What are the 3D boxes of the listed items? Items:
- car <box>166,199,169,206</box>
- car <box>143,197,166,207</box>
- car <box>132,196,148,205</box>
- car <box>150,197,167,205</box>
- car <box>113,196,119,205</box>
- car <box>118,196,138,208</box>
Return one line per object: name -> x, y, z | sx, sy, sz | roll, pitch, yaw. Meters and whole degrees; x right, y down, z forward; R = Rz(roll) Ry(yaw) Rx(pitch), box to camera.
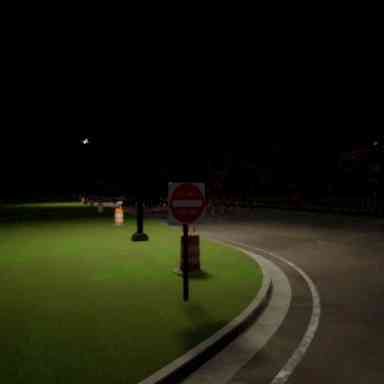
car -> -2.666, 1.472, 52.051 | 2.128, 1.511, 4.902 | 0, 0, -20
car -> -5.792, 1.506, 50.411 | 1.837, 1.490, 4.892 | 0, 0, -20
car -> -9.491, 1.495, 60.138 | 1.882, 1.535, 5.008 | 0, 0, -21
car -> -6.213, 1.560, 61.366 | 1.994, 1.385, 4.181 | 0, 0, -21
car -> -12.768, 1.530, 58.909 | 2.128, 1.511, 4.902 | 0, 0, -21
car -> -9.121, 1.514, 49.322 | 2.128, 1.511, 4.902 | 0, 0, -20
